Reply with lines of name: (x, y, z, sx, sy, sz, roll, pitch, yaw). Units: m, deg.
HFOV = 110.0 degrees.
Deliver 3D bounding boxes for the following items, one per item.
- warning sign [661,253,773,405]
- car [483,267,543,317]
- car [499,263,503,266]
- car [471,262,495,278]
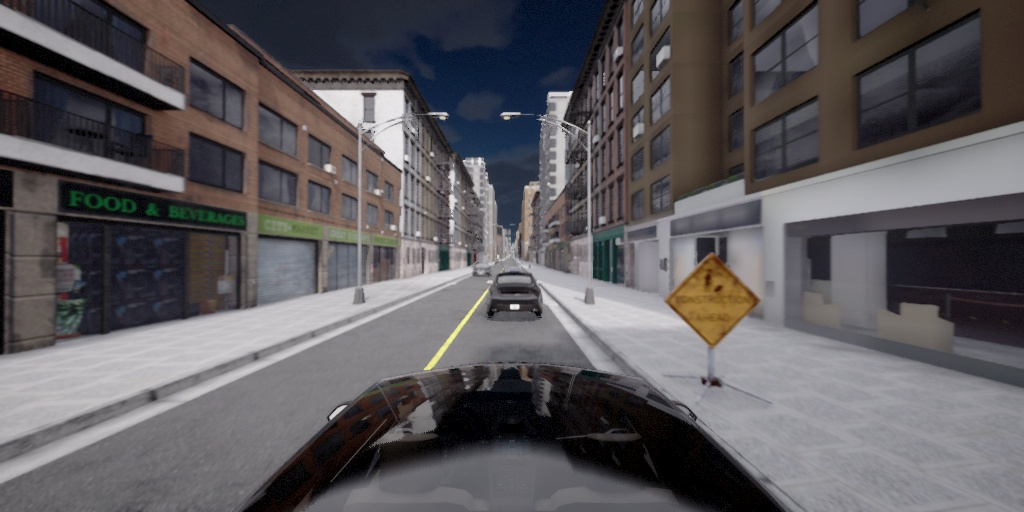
warning sign: (2.718, 0.884, 4.895, 1.300, 1.860, 1.060, 0, 0, 0)
car: (0.092, 1.322, 13.443, 1.837, 1.490, 4.892, 0, 0, 0)
car: (0.096, 1.502, 28.739, 1.895, 1.301, 4.718, 0, 0, 0)
car: (-3.090, 1.473, 37.934, 1.812, 1.442, 4.674, 0, 0, 0)
